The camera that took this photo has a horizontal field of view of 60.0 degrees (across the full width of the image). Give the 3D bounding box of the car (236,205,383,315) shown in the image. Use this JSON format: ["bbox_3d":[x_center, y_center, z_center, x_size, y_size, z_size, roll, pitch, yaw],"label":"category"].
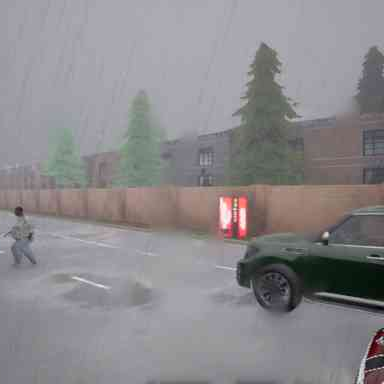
[{"bbox_3d":[3.531,1.221,5.840,5.566,2.045,2.150,0,0,38],"label":"car"}]

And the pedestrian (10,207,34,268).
[{"bbox_3d":[-4.929,1.294,9.629,0.375,1.860,0.375,0,0,42],"label":"pedestrian"}]

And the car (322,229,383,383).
[{"bbox_3d":[3.342,1.353,1.750,4.553,1.767,2.097,0,0,35],"label":"car"}]

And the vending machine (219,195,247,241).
[{"bbox_3d":[1.982,1.195,16.014,0.880,2.100,1.100,0,0,42],"label":"vending machine"}]
